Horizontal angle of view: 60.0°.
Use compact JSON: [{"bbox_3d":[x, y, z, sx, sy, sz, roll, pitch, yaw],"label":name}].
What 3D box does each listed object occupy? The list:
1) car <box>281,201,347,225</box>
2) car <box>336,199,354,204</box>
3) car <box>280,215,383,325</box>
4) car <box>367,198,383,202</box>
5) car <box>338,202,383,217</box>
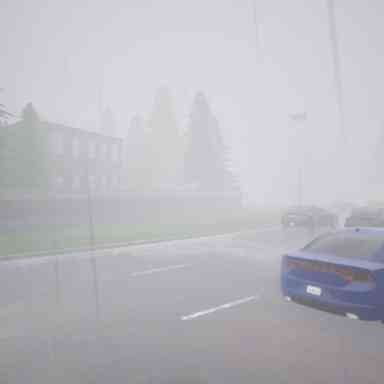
[{"bbox_3d":[7.087,1.514,19.802,2.128,1.511,4.902,0,0,43],"label":"car"},{"bbox_3d":[17.965,1.543,39.517,1.812,1.442,4.674,0,0,11],"label":"car"},{"bbox_3d":[3.923,1.478,7.120,5.008,1.535,1.882,0,0,-40],"label":"car"},{"bbox_3d":[21.171,1.467,37.829,1.882,1.535,5.008,0,0,12],"label":"car"},{"bbox_3d":[9.569,1.502,17.358,1.837,1.490,4.892,0,0,43],"label":"car"}]
